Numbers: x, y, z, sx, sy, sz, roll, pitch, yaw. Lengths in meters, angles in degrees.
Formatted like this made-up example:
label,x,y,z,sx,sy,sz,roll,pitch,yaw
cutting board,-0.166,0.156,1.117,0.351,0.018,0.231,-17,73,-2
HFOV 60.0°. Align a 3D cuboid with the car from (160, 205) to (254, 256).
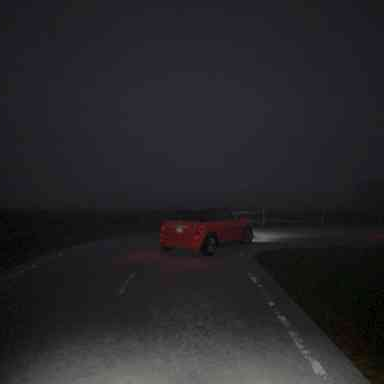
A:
label,x,y,z,sx,sy,sz,roll,pitch,yaw
car,0.740,1.366,13.535,2.097,1.767,4.553,0,0,34
